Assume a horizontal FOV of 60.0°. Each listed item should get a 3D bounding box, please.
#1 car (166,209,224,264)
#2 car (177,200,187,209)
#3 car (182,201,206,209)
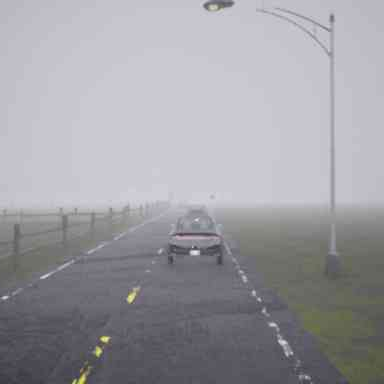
[{"bbox_3d":[0.137,1.613,12.286,2.128,1.511,4.902,0,-1,1],"label":"car"},{"bbox_3d":[-1.391,2.077,54.335,2.033,1.411,5.357,0,-1,3],"label":"car"},{"bbox_3d":[0.423,1.774,27.291,1.837,1.490,4.892,0,0,2],"label":"car"}]
